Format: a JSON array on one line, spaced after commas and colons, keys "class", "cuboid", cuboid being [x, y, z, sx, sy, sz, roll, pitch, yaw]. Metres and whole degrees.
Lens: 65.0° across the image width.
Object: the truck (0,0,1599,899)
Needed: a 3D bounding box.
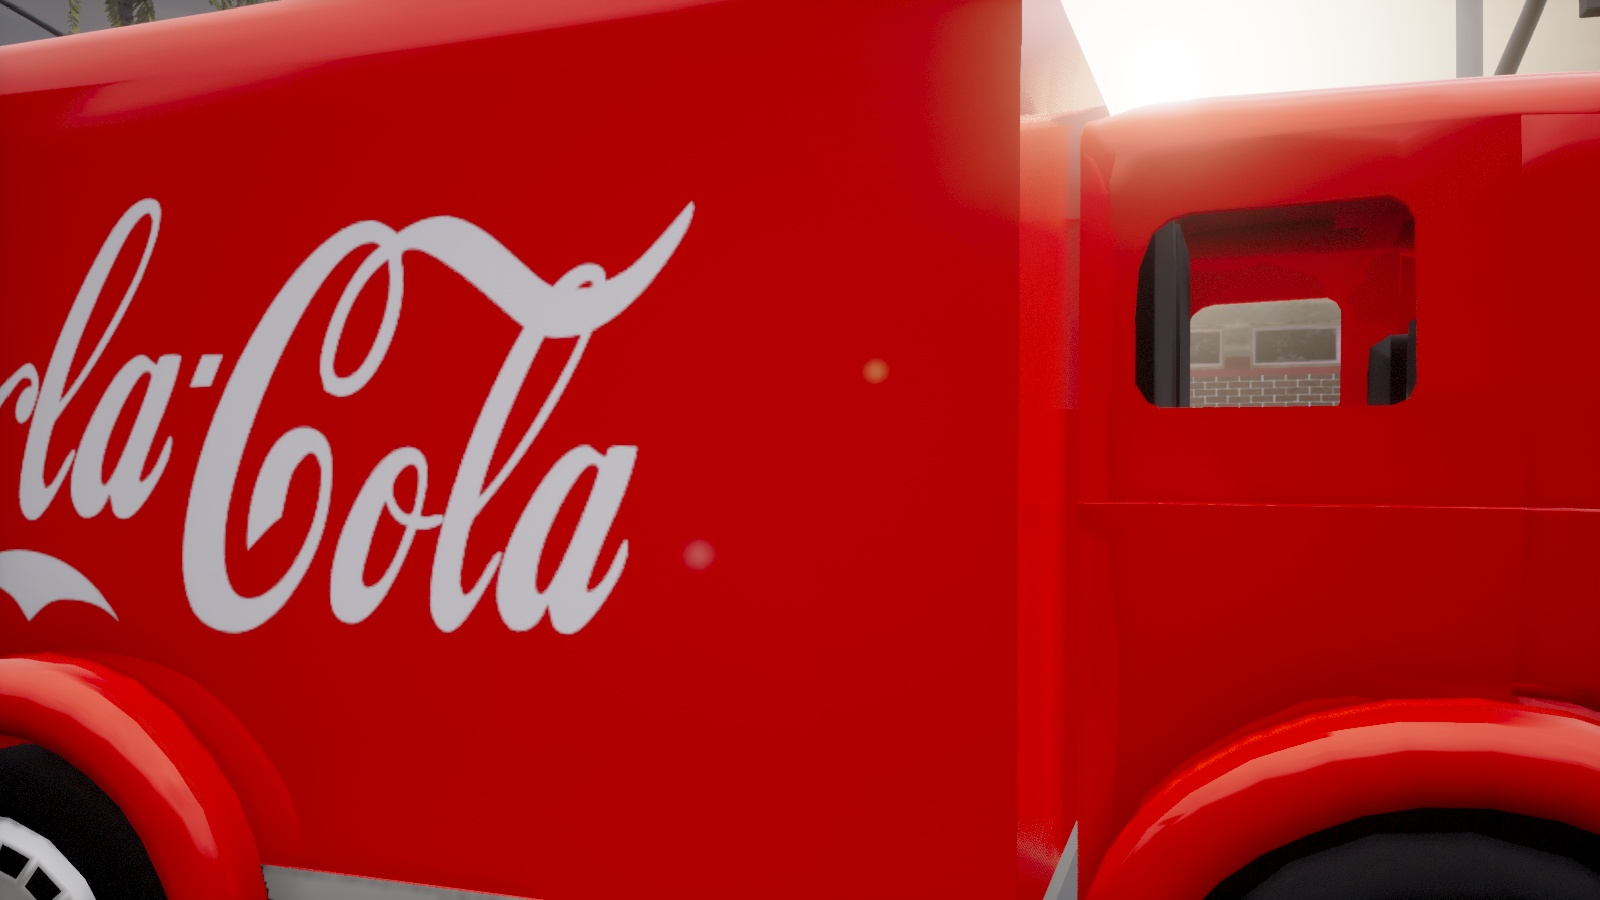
[{"class": "truck", "cuboid": [-0.068, 0.283, 3.233, 5.204, 2.467, 2.627, 1, 1, 20]}]
